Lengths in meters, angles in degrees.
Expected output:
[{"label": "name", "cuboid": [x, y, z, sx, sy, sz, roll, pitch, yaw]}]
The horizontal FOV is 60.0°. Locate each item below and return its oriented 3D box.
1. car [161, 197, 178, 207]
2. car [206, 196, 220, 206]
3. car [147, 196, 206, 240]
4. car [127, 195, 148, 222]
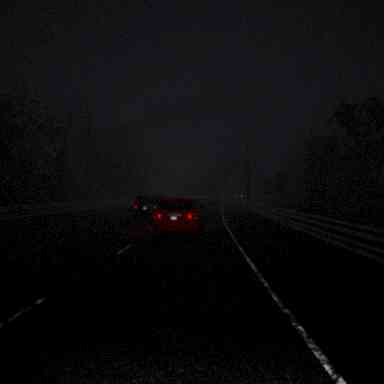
[{"label": "car", "cuboid": [-3.648, 1.676, 54.410, 1.837, 1.490, 4.892, 0, 0, 7]}, {"label": "car", "cuboid": [3.995, 1.797, 58.927, 1.895, 1.301, 4.718, 0, 0, 8]}, {"label": "car", "cuboid": [-0.578, 1.273, 17.593, 2.150, 2.045, 5.566, 0, 0, 5]}, {"label": "car", "cuboid": [-3.231, 1.298, 27.169, 2.150, 2.045, 5.566, 0, 0, 6]}]
